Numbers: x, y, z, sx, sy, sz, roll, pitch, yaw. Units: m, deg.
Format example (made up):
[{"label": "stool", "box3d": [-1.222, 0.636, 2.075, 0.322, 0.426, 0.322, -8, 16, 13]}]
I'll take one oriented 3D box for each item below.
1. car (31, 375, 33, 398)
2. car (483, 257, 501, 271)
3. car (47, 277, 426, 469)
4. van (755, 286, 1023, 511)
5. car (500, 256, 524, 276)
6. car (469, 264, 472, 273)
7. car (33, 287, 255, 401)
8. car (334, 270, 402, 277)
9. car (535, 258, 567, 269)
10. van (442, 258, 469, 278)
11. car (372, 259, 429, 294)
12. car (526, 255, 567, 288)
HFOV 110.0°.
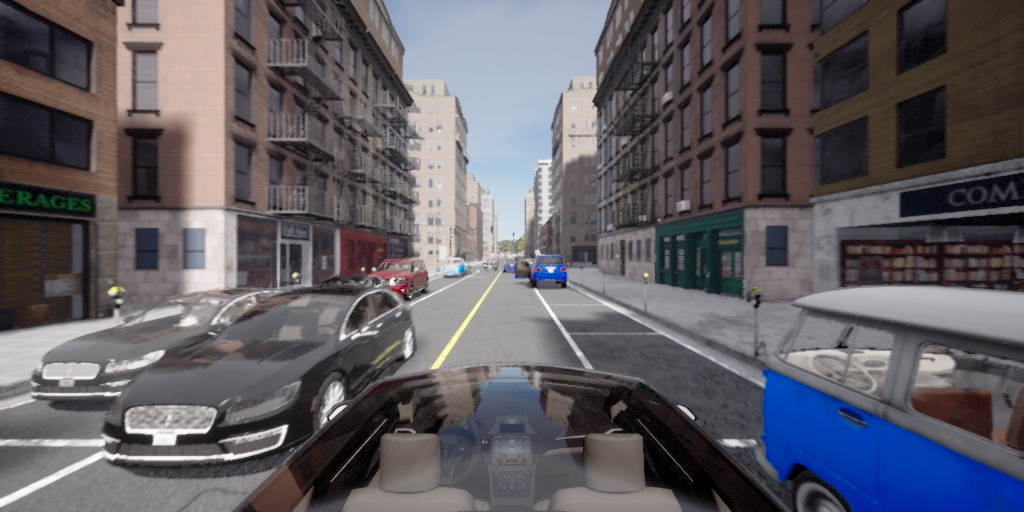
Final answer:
[{"label": "car", "box3d": [-5.399, 1.275, 0.956, 1.751, 1.417, 4.829, 0, 0, 0]}, {"label": "car", "box3d": [-2.739, 1.221, 47.864, 2.128, 1.511, 4.902, 0, 0, 0]}, {"label": "car", "box3d": [-2.848, 1.252, 5.369, 1.837, 1.490, 4.892, 0, 0, 0]}, {"label": "van", "box3d": [2.680, 1.091, 1.125, 1.690, 1.789, 3.998, 0, 0, 0]}, {"label": "car", "box3d": [0.017, 1.072, 43.161, 2.097, 1.767, 4.553, 0, 0, 0]}, {"label": "car", "box3d": [-5.381, 1.273, 38.968, 2.007, 1.370, 4.403, 0, 0, 0]}, {"label": "car", "box3d": [-5.396, 1.296, 6.531, 2.007, 1.370, 4.403, 0, 0, 0]}, {"label": "car", "box3d": [-5.394, 1.308, 11.937, 1.948, 1.339, 4.313, 0, 0, 0]}, {"label": "car", "box3d": [6.112, 1.157, 56.052, 5.008, 1.535, 1.882, -1, 0, 8]}, {"label": "van", "box3d": [-5.383, 1.067, 33.562, 1.690, 1.789, 3.998, 0, 0, 0]}, {"label": "car", "box3d": [-5.391, 1.052, 17.343, 2.192, 1.841, 5.009, 0, 0, 0]}, {"label": "car", "box3d": [2.275, 0.955, 23.666, 2.150, 2.045, 5.566, 0, 0, 0]}]
